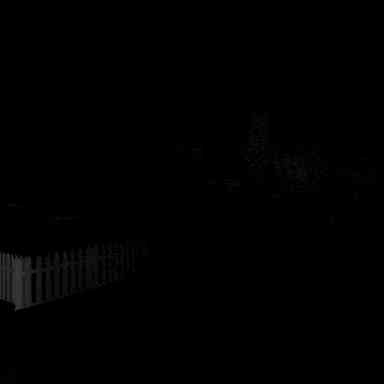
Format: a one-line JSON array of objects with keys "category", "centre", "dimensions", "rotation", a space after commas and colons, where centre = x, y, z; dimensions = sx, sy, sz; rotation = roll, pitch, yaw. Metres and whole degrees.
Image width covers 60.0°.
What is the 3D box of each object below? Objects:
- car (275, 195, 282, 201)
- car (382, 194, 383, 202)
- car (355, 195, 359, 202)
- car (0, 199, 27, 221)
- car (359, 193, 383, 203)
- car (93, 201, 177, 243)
[{"category": "car", "centre": [19.345, 1.356, 77.181], "dimensions": [1.812, 1.442, 4.674], "rotation": [0, 0, 35]}, {"category": "car", "centre": [38.433, 1.240, 65.098], "dimensions": [1.970, 1.475, 3.806], "rotation": [0, 0, 35]}, {"category": "car", "centre": [31.397, 1.311, 61.411], "dimensions": [2.007, 1.523, 4.514], "rotation": [0, 0, 35]}, {"category": "car", "centre": [-14.445, 1.175, 22.988], "dimensions": [2.150, 2.045, 5.566], "rotation": [0, -1, 35]}, {"category": "car", "centre": [24.167, 1.085, 44.655], "dimensions": [1.905, 1.878, 3.866], "rotation": [0, 0, 35]}, {"category": "car", "centre": [-2.526, 1.326, 14.915], "dimensions": [3.866, 1.878, 1.905], "rotation": [0, 0, 35]}]
